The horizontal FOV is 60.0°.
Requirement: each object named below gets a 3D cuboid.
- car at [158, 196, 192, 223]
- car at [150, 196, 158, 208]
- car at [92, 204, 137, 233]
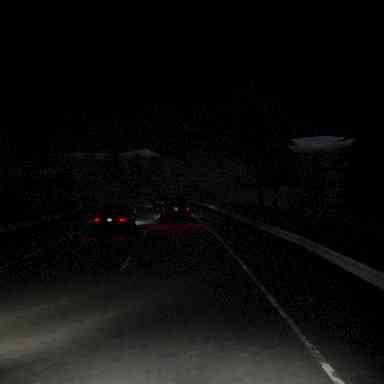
[{"bbox_3d":[-1.248,1.158,24.058,2.097,1.767,4.553,0,0,-5],"label":"car"},{"bbox_3d":[-4.001,1.219,41.259,2.033,1.411,5.357,0,0,-13],"label":"car"},{"bbox_3d":[-4.239,1.400,18.770,2.033,1.411,5.357,0,0,-5],"label":"car"}]
